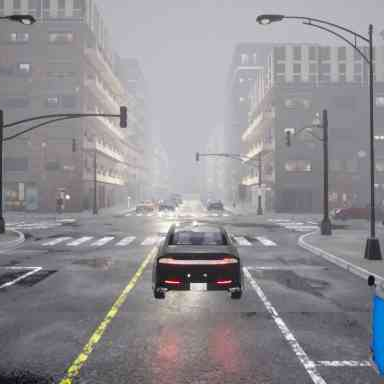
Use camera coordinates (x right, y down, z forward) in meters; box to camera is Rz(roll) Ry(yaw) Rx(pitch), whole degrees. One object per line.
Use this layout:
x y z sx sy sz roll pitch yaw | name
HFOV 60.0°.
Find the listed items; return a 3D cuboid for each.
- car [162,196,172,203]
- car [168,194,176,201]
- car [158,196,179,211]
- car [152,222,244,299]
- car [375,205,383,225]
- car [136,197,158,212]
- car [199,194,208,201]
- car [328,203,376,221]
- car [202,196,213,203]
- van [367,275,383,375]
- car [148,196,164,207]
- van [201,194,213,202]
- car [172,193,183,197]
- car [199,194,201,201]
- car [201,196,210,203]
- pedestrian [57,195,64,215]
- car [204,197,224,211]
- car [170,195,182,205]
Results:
-5.500 1.574 73.752 1.887 1.381 4.507 1 0 0 | car
-5.458 1.480 90.680 1.967 1.590 4.097 1 0 0 | car
-3.003 1.562 40.874 2.033 1.411 5.357 0 0 0 | car
0.121 1.494 8.419 2.128 1.511 4.902 0 0 0 | car
13.586 1.583 19.654 4.313 1.339 1.947 0 -1 1 | car
-5.581 1.539 39.726 1.752 1.417 4.829 1 0 0 | car
2.911 1.351 85.017 2.192 1.841 5.009 1 0 0 | car
13.709 1.608 28.035 4.097 1.590 1.967 0 -1 1 | car
2.812 1.567 45.519 2.008 1.369 4.403 1 0 0 | car
2.679 1.342 1.930 1.690 1.788 3.998 1 0 0 | van
-5.553 1.459 51.182 1.967 1.590 4.097 1 0 0 | car
2.843 1.362 56.804 1.690 1.788 3.998 1 0 0 | van
-2.915 1.245 61.515 2.150 2.045 5.566 0 0 1 | car
2.867 1.552 68.259 1.752 1.417 4.829 1 0 0 | car
2.879 1.612 73.732 1.802 1.307 4.206 1 0 0 | car
-12.464 1.217 31.355 0.375 1.860 0.375 0 -1 1 | pedestrian
2.799 1.580 39.877 1.947 1.339 4.313 1 0 0 | car
-2.972 1.544 50.778 1.812 1.442 4.674 0 0 0 | car
